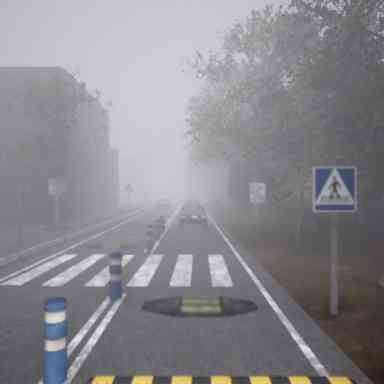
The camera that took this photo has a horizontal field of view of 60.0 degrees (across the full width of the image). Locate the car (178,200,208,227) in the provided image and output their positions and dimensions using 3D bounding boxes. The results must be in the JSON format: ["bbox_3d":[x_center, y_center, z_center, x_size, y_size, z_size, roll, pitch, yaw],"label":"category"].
[{"bbox_3d":[0.064,1.532,22.328,2.033,1.411,5.357,0,0,0],"label":"car"}]

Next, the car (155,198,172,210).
[{"bbox_3d":[-3.469,1.492,41.369,2.033,1.411,5.357,0,0,0],"label":"car"}]

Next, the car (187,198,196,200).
[{"bbox_3d":[-0.040,1.500,43.077,1.994,1.385,4.181,0,0,0],"label":"car"}]
